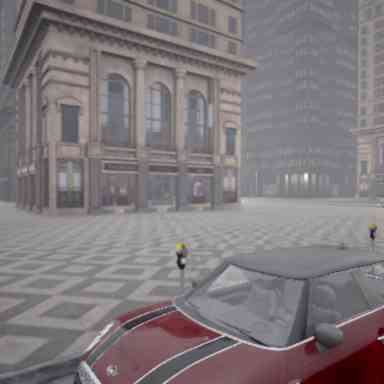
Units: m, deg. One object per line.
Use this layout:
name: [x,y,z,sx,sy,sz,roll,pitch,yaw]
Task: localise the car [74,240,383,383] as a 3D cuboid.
car: [0.881,1.417,3.578,4.097,1.590,1.967,0,0,-35]
